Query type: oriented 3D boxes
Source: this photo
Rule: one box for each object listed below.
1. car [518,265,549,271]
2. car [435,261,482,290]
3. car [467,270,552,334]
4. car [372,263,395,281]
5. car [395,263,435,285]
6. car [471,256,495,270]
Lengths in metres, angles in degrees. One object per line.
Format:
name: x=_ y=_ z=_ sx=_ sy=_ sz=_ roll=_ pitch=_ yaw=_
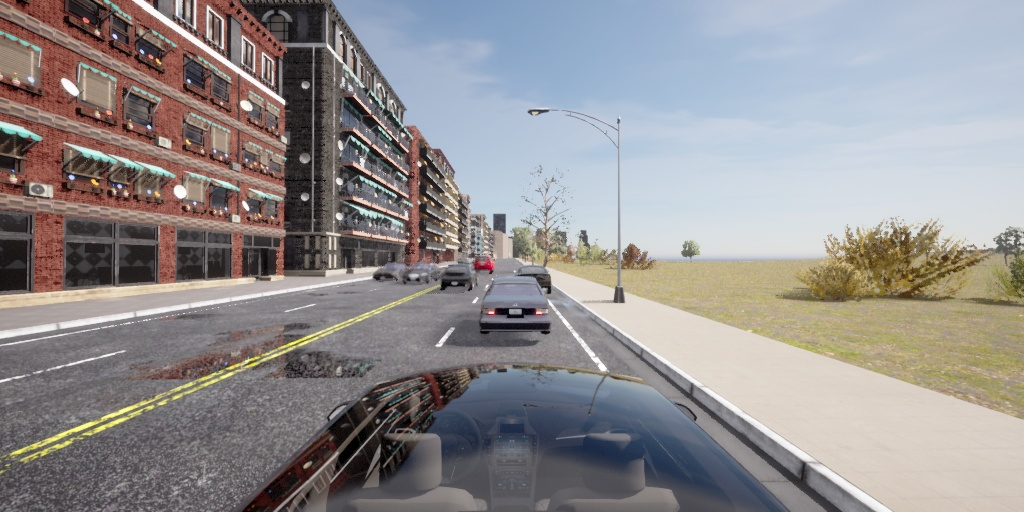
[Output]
car: x=1.116 y=1.230 z=20.339 sx=1.882 sy=1.535 sz=5.008 roll=0 pitch=0 yaw=0
car: x=-3.174 y=1.257 z=22.232 sx=1.837 sy=1.490 sz=4.892 roll=0 pitch=0 yaw=0
car: x=0.092 y=1.299 z=10.575 sx=2.033 sy=1.411 sz=5.357 roll=0 pitch=0 yaw=0
car: x=-9.884 y=1.299 z=30.098 sx=2.033 sy=1.411 sz=5.357 roll=0 pitch=0 yaw=0
car: x=-6.628 y=1.243 z=26.478 sx=2.128 sy=1.511 sz=4.902 roll=0 pitch=0 yaw=0
car: x=-3.193 y=0.972 z=41.421 sx=2.150 sy=2.045 sz=5.566 roll=0 pitch=0 yaw=0
